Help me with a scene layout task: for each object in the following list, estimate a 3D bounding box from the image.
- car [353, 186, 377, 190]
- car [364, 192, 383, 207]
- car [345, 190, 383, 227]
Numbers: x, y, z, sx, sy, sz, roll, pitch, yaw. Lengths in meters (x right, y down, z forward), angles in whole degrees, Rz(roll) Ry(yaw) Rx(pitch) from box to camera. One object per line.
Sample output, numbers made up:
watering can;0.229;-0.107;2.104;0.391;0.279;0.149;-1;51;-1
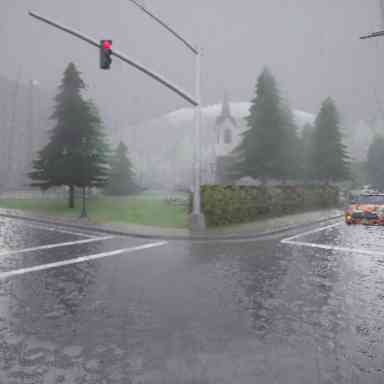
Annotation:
car;26.958;0.109;52.484;2.150;2.045;5.566;1;2;-5
car;20.138;0.811;36.210;1.994;1.385;4.181;1;2;20
car;10.357;0.947;19.111;2.097;1.767;4.553;2;2;37
